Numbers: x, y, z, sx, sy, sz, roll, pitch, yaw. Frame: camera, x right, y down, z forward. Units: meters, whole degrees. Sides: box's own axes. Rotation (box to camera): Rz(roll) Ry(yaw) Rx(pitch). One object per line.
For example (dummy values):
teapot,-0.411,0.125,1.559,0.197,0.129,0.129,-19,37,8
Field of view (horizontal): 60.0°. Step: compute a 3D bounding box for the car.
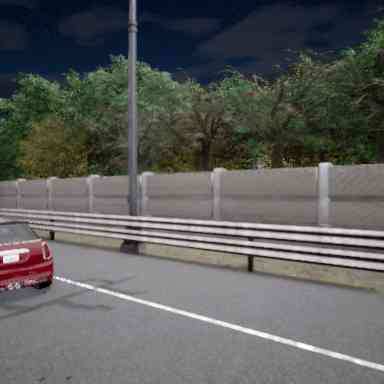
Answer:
car,-5.347,1.375,8.011,4.553,1.767,2.097,0,0,37
